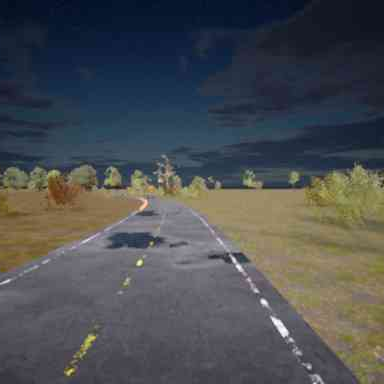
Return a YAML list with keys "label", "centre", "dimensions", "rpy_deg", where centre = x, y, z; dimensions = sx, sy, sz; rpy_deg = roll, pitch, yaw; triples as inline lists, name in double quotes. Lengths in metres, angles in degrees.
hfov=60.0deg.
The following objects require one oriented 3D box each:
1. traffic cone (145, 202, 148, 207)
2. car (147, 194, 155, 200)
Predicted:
- label: "traffic cone"
  centre: [-6.136, 1.792, 42.420]
  dimensions: [0.340, 0.580, 0.340]
  rpy_deg: [0, 0, -5]
- label: "car"
  centre: [-10.552, 1.189, 85.355]
  dimensions: [2.033, 1.411, 5.357]
  rpy_deg: [0, 0, -13]
